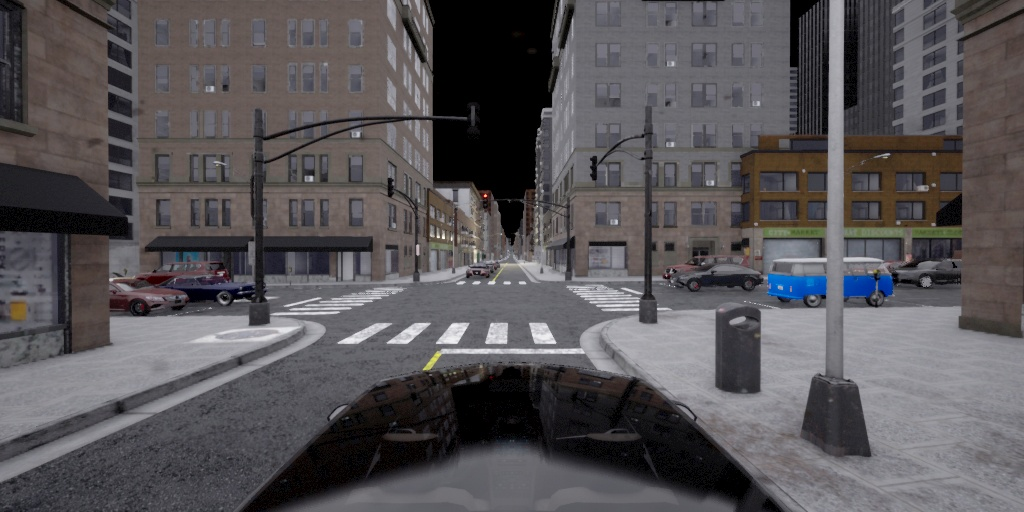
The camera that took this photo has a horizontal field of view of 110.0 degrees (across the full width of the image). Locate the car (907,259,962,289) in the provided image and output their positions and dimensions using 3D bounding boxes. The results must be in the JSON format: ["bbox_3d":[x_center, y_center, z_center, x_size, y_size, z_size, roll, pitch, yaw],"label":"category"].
[{"bbox_3d":[23.075,0.947,19.613,4.892,1.490,1.837,0,0,0],"label":"car"}]

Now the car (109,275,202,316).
[{"bbox_3d":[-14.817,1.527,13.666,4.207,1.307,1.802,0,0,0],"label":"car"}]

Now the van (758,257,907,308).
[{"bbox_3d":[12.119,0.957,13.729,3.998,1.789,1.690,0,0,0],"label":"van"}]

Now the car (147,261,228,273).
[{"bbox_3d":[-20.343,1.270,22.178,5.009,1.841,2.192,0,0,0],"label":"car"}]

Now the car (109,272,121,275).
[{"bbox_3d":[-26.017,1.550,22.165,4.829,1.417,1.751,0,0,0],"label":"car"}]

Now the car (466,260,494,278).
[{"bbox_3d":[-3.083,1.318,33.606,1.994,1.385,4.181,0,0,1],"label":"car"}]

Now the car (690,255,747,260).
[{"bbox_3d":[12.098,0.871,22.255,5.009,1.841,2.192,0,0,0],"label":"car"}]

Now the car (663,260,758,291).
[{"bbox_3d":[11.103,1.113,19.603,4.674,1.442,1.812,-1,0,1],"label":"car"}]

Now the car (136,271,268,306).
[{"bbox_3d":[-13.953,1.517,16.330,4.718,1.301,1.895,-1,0,0],"label":"car"}]

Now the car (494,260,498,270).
[{"bbox_3d":[-3.089,1.253,42.592,2.128,1.511,4.902,0,0,0],"label":"car"}]

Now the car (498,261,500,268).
[{"bbox_3d":[-3.077,1.299,51.724,1.812,1.442,4.674,0,0,0],"label":"car"}]
